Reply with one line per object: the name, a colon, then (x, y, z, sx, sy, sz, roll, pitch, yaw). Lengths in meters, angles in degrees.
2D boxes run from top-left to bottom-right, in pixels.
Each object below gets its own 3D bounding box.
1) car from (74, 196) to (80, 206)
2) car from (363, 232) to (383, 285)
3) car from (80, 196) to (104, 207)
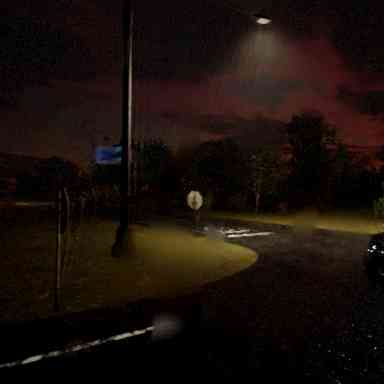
car: (-19.338, 1.472, 58.684, 2.097, 1.767, 4.553, 1, 0, -34)
car: (6.733, 1.317, 8.616, 5.566, 2.045, 2.150, 1, 0, -35)
car: (-15.880, 1.479, 53.591, 2.097, 1.767, 4.553, 1, 0, -33)
